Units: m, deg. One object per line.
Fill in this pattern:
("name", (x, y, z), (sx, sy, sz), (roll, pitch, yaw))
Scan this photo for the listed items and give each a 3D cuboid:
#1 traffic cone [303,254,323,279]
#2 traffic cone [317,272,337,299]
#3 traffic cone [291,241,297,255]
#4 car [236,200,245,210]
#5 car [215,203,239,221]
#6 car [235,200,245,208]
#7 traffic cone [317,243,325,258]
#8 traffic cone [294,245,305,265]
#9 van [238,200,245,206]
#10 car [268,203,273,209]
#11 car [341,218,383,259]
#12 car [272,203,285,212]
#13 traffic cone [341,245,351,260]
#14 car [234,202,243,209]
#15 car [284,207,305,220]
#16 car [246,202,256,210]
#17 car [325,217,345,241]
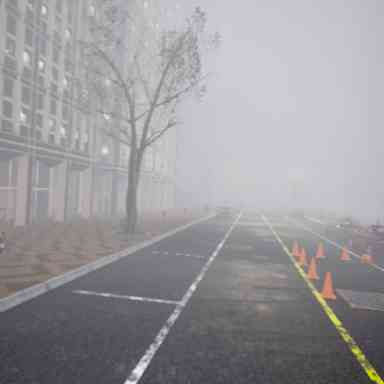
("traffic cone", (3.638, 2.267, 10.013), (0.340, 0.580, 0.340), (3, -1, 10))
("traffic cone", (3.290, 2.226, 8.044), (0.340, 0.580, 0.340), (3, -1, 10))
("traffic cone", (4.334, 2.348, 13.952), (0.340, 0.580, 0.340), (3, -1, 10))
("car", (9.162, 2.742, 66.536), (1.752, 1.417, 4.829), (3, -1, 10))
("car", (3.302, 2.093, 33.377), (2.008, 1.369, 4.403), (3, -1, 10))
("car", (12.145, 2.870, 83.368), (2.192, 1.841, 5.009), (3, -1, 10))
("traffic cone", (5.317, 2.401, 13.777), (0.340, 0.580, 0.340), (3, -1, 10))
("traffic cone", (3.986, 2.308, 11.982), (0.340, 0.580, 0.340), (3, -1, 10))
("van", (14.107, 3.118, 94.476), (1.690, 1.788, 3.998), (3, -1, 10))
("car", (20.378, 3.547, 81.923), (2.008, 1.369, 4.403), (3, -1, 10))
("car", (8.599, 2.188, 15.256), (1.887, 1.381, 4.507), (2, -1, 10))
("car", (17.433, 3.213, 65.256), (2.008, 1.369, 4.403), (3, -1, 10))
("traffic cone", (6.300, 2.454, 13.602), (0.340, 0.580, 0.340), (3, -1, 10))
("car", (10.170, 2.914, 72.256), (1.802, 1.307, 4.206), (3, -1, 10))
("car", (13.507, 2.756, 43.034), (1.887, 1.381, 4.507), (3, -1, 10))
("car", (12.204, 2.894, 68.256), (2.128, 1.511, 4.902), (3, -1, 10))
("car", (9.611, 2.286, 20.979), (1.752, 1.417, 4.829), (2, -1, 10))
